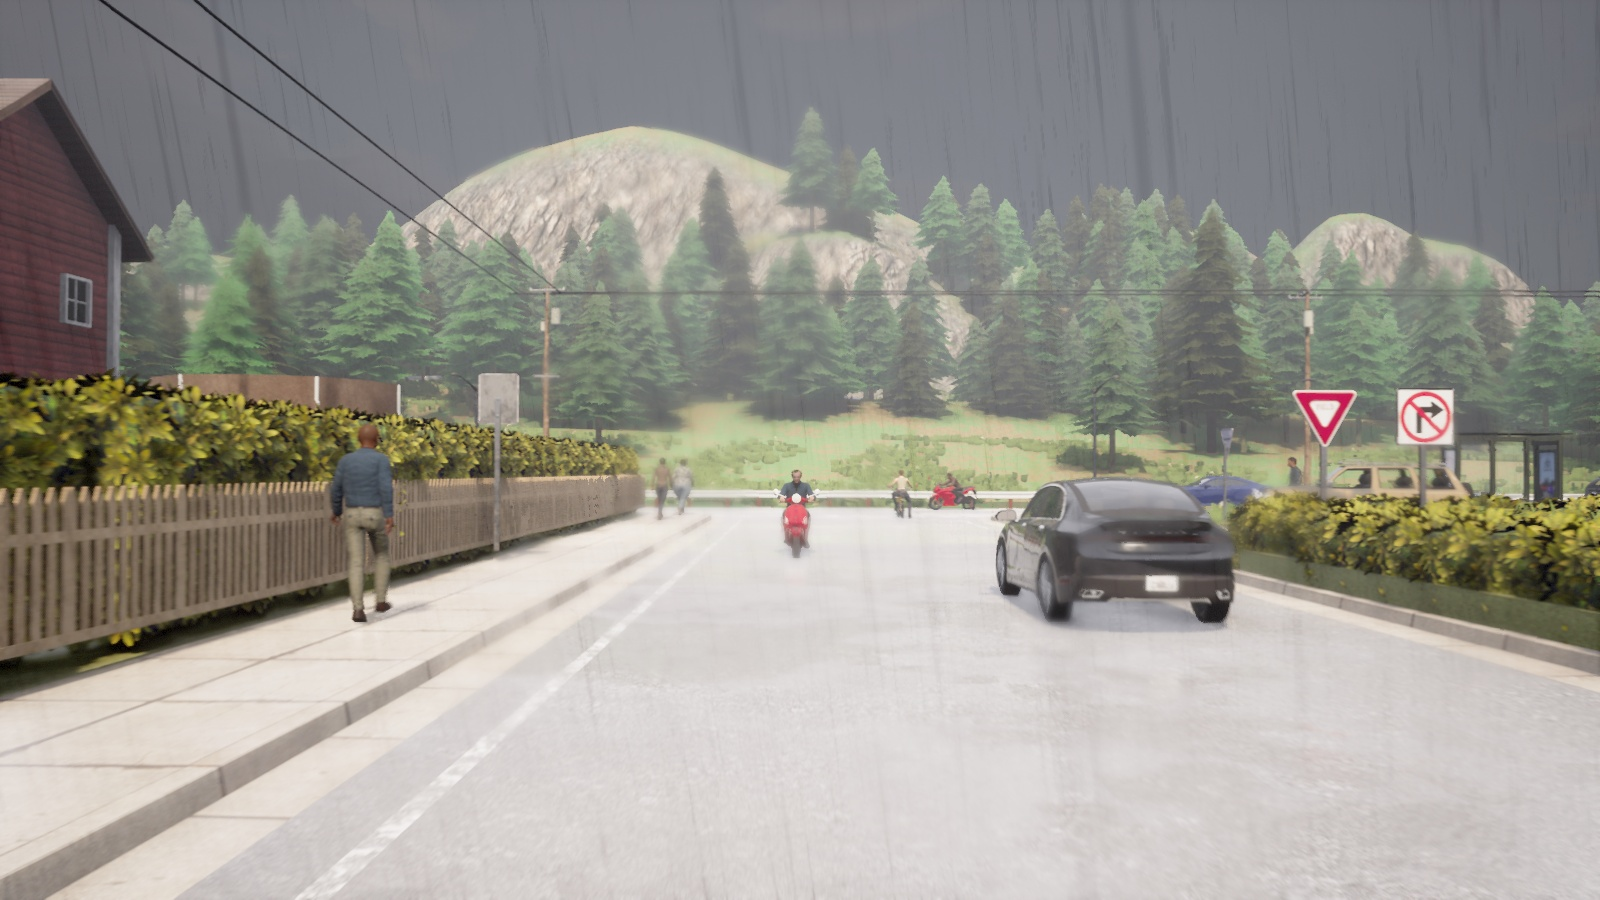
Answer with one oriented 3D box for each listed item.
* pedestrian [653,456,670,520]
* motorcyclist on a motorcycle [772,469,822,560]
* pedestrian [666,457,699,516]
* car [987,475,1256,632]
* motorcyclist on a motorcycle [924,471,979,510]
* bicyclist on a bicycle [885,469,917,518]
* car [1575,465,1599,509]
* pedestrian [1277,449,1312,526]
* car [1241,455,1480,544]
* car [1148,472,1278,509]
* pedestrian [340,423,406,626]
[{"bbox_3d":[-3.958,1.089,36.009,0.328,1.805,0.869,0,-1,4],"label":"pedestrian"},{"bbox_3d":[-0.055,1.154,23.049,0.866,1.590,1.817,0,-1,0],"label":"motorcyclist on a motorcycle"},{"bbox_3d":[-3.736,1.153,39.916,0.874,1.855,0.900,0,-1,7],"label":"pedestrian"},{"bbox_3d":[3.465,1.049,14.562,1.837,1.490,4.892,0,-1,0],"label":"car"},{"bbox_3d":[6.075,1.615,50.300,2.044,1.523,0.797,0,-1,-12],"label":"motorcyclist on a motorcycle"},{"bbox_3d":[3.353,1.437,41.770,0.866,1.612,1.509,0,-1,-3],"label":"bicyclist on a bicycle"},{"bbox_3d":[31.701,1.376,47.169,3.988,1.617,1.851,0,-1,0],"label":"car"},{"bbox_3d":[12.634,0.963,32.076,0.788,1.949,0.423,-1,-1,19],"label":"pedestrian"},{"bbox_3d":[12.258,1.050,27.802,4.605,1.855,1.932,0,-1,16],"label":"car"},{"bbox_3d":[16.630,1.623,50.708,4.674,1.442,1.812,0,-1,0],"label":"car"},{"bbox_3d":[-3.983,0.682,11.735,0.370,1.835,0.726,0,-1,-1],"label":"pedestrian"}]
